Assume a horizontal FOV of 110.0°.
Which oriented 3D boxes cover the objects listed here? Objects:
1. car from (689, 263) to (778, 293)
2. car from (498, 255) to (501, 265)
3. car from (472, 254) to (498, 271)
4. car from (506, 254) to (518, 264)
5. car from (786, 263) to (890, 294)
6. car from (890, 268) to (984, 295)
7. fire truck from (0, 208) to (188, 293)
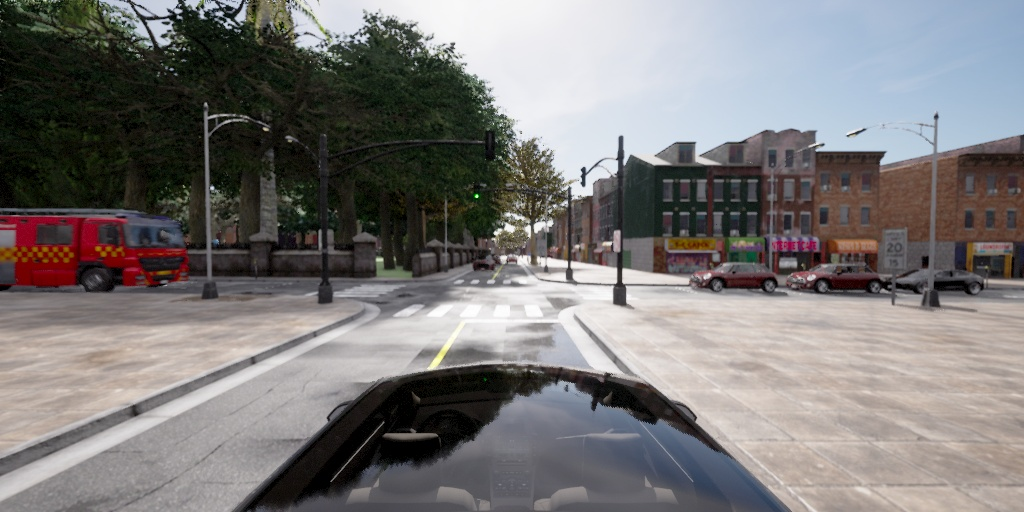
[{"bbox_3d":[11.820,1.075,19.403,4.097,1.591,1.967,0,0,0],"label":"car"},{"bbox_3d":[-2.822,0.426,54.909,2.097,1.767,4.553,0,1,0],"label":"car"},{"bbox_3d":[-2.850,0.637,37.133,2.097,1.767,4.553,0,1,0],"label":"car"},{"bbox_3d":[-0.019,0.614,60.442,1.895,1.301,4.718,0,1,0],"label":"car"},{"bbox_3d":[17.254,1.137,19.405,4.097,1.591,1.967,0,0,0],"label":"car"},{"bbox_3d":[22.688,1.325,19.408,4.313,1.339,1.948,0,0,0],"label":"car"},{"bbox_3d":[-20.447,-0.286,16.689,8.468,3.827,2.891,1,2,0],"label":"fire truck"}]
